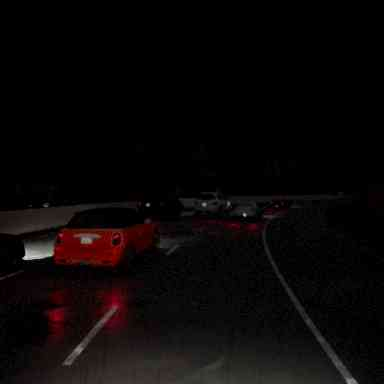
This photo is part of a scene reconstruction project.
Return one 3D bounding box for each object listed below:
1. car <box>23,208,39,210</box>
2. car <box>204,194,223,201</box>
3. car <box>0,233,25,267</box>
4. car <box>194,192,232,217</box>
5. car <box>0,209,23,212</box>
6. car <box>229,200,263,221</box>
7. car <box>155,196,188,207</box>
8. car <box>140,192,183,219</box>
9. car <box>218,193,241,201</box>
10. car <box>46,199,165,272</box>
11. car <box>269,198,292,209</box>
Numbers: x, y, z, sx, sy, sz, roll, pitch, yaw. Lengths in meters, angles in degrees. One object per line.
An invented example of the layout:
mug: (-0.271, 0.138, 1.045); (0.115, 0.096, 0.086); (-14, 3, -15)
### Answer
car: (-12.609, 1.130, 30.373); (2.097, 1.767, 4.553); (0, 0, 18)
car: (4.487, 1.178, 69.196); (1.994, 1.385, 4.181); (1, 1, 36)
car: (-6.260, 1.493, 8.596); (1.994, 1.385, 4.181); (0, 0, 5)
car: (1.882, 1.046, 29.285); (2.150, 2.045, 5.566); (0, 0, 19)
car: (-16.485, 1.371, 29.840); (1.895, 1.301, 4.718); (0, 0, 17)
car: (4.421, 1.379, 25.735); (1.812, 1.442, 4.674); (0, 0, 17)
car: (-2.665, 1.259, 45.623); (2.033, 1.411, 5.357); (0, 0, 27)
car: (-2.497, 1.047, 27.194); (2.150, 2.045, 5.566); (0, 0, 16)
car: (7.682, 1.046, 67.497); (2.128, 1.511, 4.902); (0, 0, 40)
car: (-2.483, 1.278, 10.776); (2.097, 1.767, 4.553); (0, 0, 7)
car: (11.186, 1.376, 41.530); (1.895, 1.301, 4.718); (0, 0, 28)
